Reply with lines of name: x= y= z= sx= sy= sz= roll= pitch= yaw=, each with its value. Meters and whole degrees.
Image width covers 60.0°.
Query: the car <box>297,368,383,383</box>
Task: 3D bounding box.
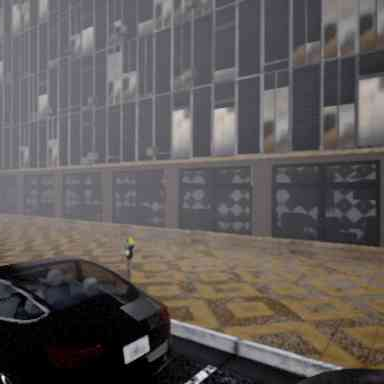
car: x=2.363 y=1.548 z=1.180 sx=4.403 sy=1.369 sz=2.008 roll=0 pitch=0 yaw=36

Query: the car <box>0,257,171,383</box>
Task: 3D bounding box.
car: x=-2.231 y=1.574 z=4.457 sx=4.313 sy=1.339 sz=1.947 roll=0 pitch=0 yaw=36
